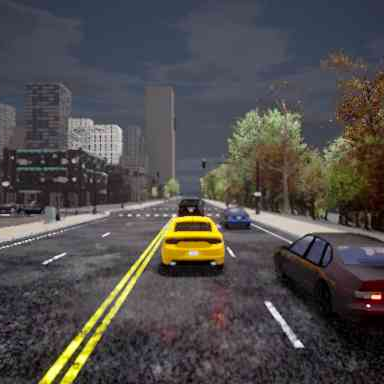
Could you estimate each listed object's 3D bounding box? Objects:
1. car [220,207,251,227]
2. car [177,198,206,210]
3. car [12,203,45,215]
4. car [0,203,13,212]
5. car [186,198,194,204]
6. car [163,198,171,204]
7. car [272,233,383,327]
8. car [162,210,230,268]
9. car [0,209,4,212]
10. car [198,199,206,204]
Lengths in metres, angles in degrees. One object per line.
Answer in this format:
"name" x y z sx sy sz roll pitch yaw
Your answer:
"car" 3.193 1.835 25.154 2.033 1.411 5.357 0 -1 0
"car" -0.078 1.548 28.335 2.150 2.045 5.566 0 -1 0
"car" -20.230 2.325 42.966 4.313 1.339 1.947 -1 1 0
"car" -28.620 2.424 51.422 4.403 1.369 2.008 -1 1 0
"car" -0.587 2.414 89.785 2.128 1.511 4.902 0 -1 0
"car" -7.123 2.605 95.383 2.128 1.511 4.902 0 -1 0
"car" 3.306 1.632 7.497 2.033 1.411 5.357 0 -1 0
"car" 0.026 1.615 11.826 1.882 1.535 5.008 0 -1 0
"car" -6.642 1.443 7.497 2.097 1.767 4.553 0 -1 0
"car" 2.662 2.482 89.836 1.895 1.301 4.718 0 -1 0
